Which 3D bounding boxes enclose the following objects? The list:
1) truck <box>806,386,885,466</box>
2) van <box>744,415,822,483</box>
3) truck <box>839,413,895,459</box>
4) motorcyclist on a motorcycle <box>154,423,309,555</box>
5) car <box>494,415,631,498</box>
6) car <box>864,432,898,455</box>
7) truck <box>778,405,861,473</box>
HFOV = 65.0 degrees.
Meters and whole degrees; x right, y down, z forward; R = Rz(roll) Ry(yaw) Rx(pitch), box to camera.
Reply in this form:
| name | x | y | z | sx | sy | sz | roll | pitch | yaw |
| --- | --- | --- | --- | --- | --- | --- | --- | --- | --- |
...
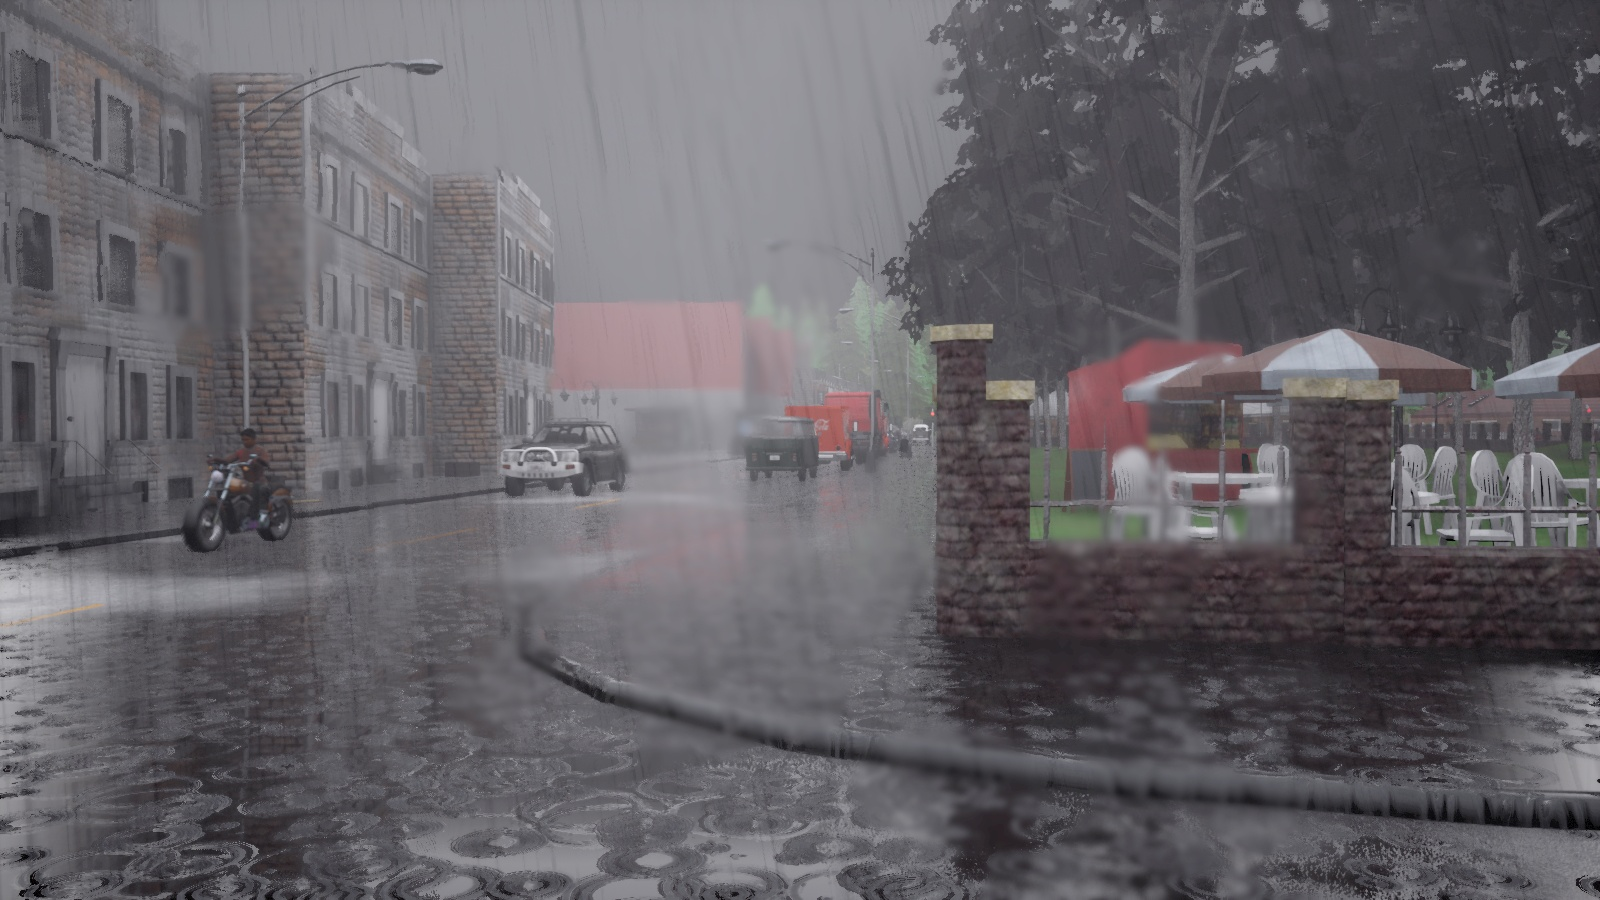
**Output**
| name | x | y | z | sx | sy | sz | roll | pitch | yaw |
| --- | --- | --- | --- | --- | --- | --- | --- | --- | --- |
| truck | 2.263 | -1.120 | 58.858 | 2.891 | 3.462 | 7.936 | 0 | 1 | 8 |
| van | -0.468 | -0.073 | 39.281 | 1.775 | 1.987 | 4.442 | 0 | 1 | 8 |
| truck | 3.763 | -0.796 | 69.571 | 2.627 | 2.467 | 5.204 | 0 | 1 | 8 |
| motorcyclist on a motorcycle | -7.609 | 0.464 | 16.963 | 0.766 | 1.649 | 2.350 | 0 | 1 | 8 |
| car | -5.693 | 0.110 | 30.741 | 1.932 | 1.855 | 4.605 | 0 | 1 | 8 |
| car | 5.194 | -0.447 | 79.788 | 1.812 | 1.442 | 4.674 | 0 | 1 | 8 |
| truck | 0.832 | -0.461 | 48.557 | 2.627 | 2.467 | 5.204 | 0 | 1 | 7 |
